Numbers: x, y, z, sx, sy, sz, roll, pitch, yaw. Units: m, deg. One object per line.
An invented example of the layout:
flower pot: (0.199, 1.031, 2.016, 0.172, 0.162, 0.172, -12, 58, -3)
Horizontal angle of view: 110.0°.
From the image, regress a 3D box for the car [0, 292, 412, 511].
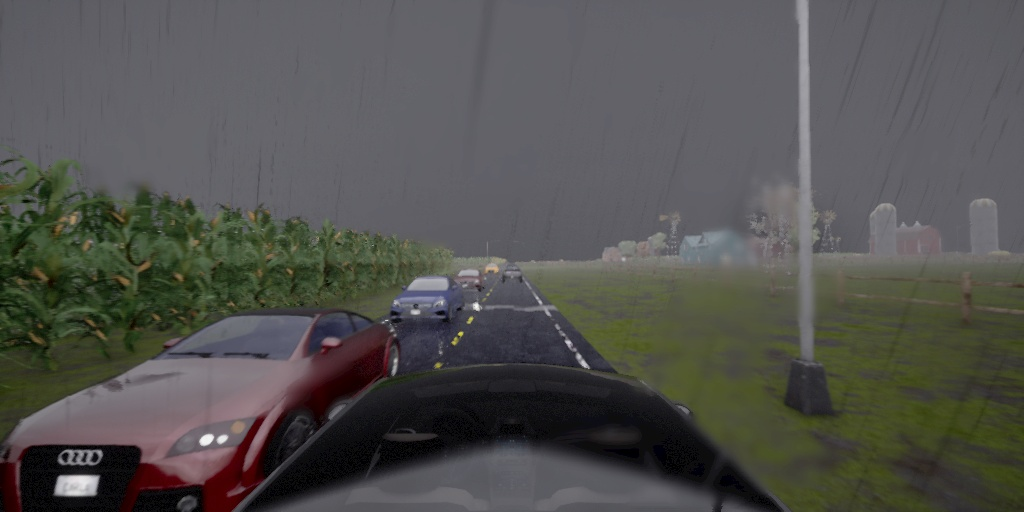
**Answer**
car: (-2.849, 1.351, 4.349, 1.994, 1.385, 4.181, 0, -1, 0)

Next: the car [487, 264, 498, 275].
car: (-2.938, 1.923, 52.720, 1.882, 1.535, 5.008, 0, -1, 0)

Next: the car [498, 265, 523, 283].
car: (0.036, 1.679, 33.901, 2.128, 1.511, 4.902, 0, -1, 0)

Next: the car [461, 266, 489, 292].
car: (-2.850, 1.586, 24.435, 1.812, 1.442, 4.674, 0, -1, 0)

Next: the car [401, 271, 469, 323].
car: (-2.862, 1.430, 12.960, 1.812, 1.442, 4.674, 0, -1, 0)
